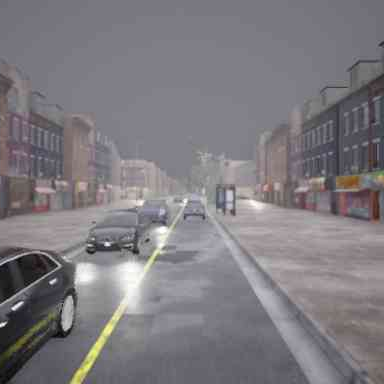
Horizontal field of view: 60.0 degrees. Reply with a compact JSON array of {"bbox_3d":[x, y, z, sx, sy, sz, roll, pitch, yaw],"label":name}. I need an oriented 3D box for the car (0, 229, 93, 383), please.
[{"bbox_3d":[-2.837,1.494,3.807,1.837,1.490,4.892,0,0,0],"label":"car"}]

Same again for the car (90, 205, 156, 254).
[{"bbox_3d":[-2.782,1.475,13.408,1.837,1.490,4.892,0,0,0],"label":"car"}]

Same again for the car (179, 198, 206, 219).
[{"bbox_3d":[0.203,1.500,28.482,2.033,1.411,5.357,0,0,1],"label":"car"}]

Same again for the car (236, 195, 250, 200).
[{"bbox_3d":[12.776,1.464,86.038,4.313,1.339,1.947,0,0,0],"label":"car"}]

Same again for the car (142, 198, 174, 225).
[{"bbox_3d":[-2.697,1.306,23.599,2.097,1.767,4.553,0,0,1],"label":"car"}]

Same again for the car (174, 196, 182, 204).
[{"bbox_3d":[-2.477,1.474,60.854,2.033,1.411,5.357,0,0,1],"label":"car"}]

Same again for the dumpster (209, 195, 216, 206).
[{"bbox_3d":[3.269,1.333,53.676,1.020,1.700,1.940,0,0,0],"label":"dumpster"}]
